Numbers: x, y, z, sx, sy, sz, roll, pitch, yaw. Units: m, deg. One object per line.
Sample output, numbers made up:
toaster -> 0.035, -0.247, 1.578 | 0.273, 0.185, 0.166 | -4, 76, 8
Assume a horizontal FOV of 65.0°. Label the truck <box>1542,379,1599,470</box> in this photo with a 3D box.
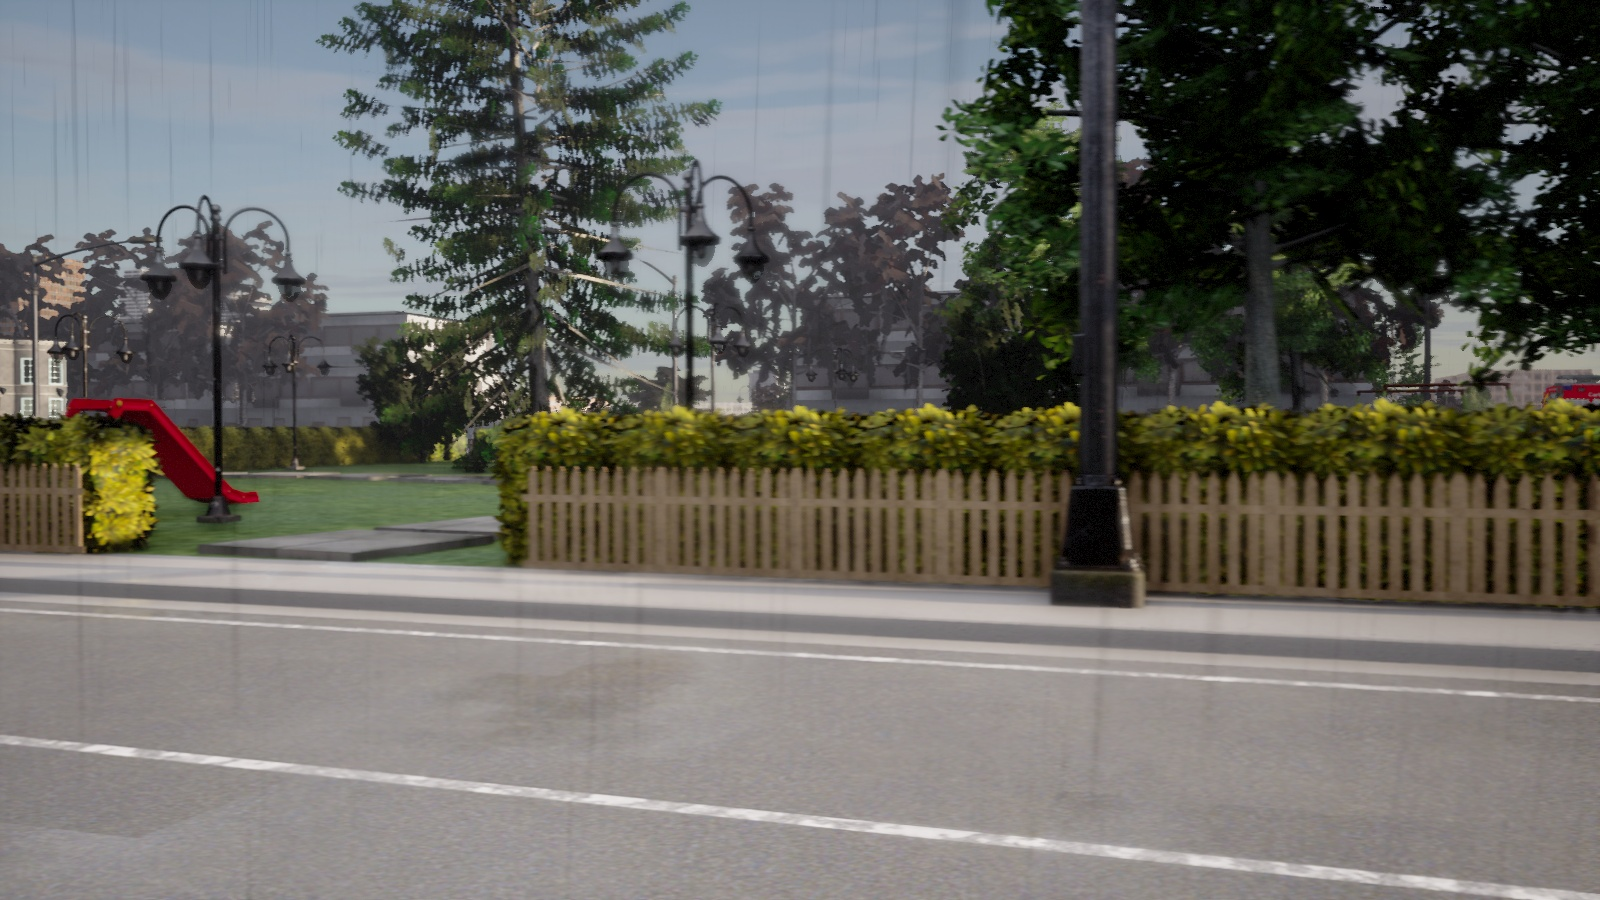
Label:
truck -> 36.950, -0.962, 53.623 | 8.468, 3.827, 2.891 | 2, 1, 14
